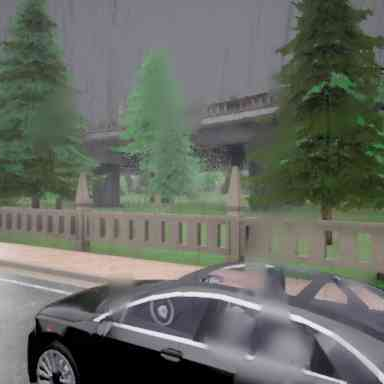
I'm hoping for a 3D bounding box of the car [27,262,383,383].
[{"bbox_3d":[0.360,1.490,3.261,4.902,1.511,2.128,0,0,33],"label":"car"}]
